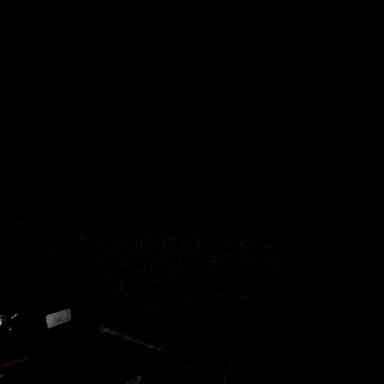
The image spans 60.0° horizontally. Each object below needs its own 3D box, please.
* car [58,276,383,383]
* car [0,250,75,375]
[{"bbox_3d":[1.279,1.441,2.049,4.097,1.590,1.967,-1,0,35],"label":"car"},{"bbox_3d":[-3.342,1.623,5.346,4.313,1.339,1.947,-1,0,35],"label":"car"}]
